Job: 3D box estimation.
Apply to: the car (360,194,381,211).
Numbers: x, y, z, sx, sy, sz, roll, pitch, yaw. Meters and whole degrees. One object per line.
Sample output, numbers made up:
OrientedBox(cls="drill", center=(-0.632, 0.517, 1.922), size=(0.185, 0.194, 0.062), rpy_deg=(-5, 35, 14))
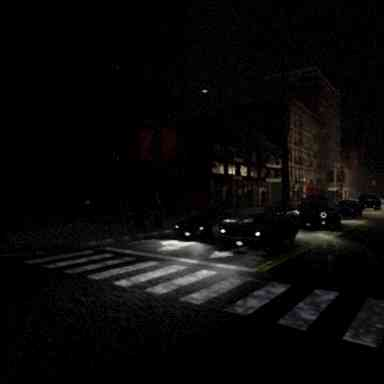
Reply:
OrientedBox(cls="car", center=(21.864, 1.265, 41.116), size=(2.150, 2.045, 5.566), rpy_deg=(0, 0, 35))

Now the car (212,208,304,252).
OrientedBox(cls="car", center=(3.003, 1.598, 14.191), size=(1.895, 1.301, 4.718), rpy_deg=(0, 0, 35))

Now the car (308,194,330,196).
OrientedBox(cls="car", center=(12.679, 1.235, 33.730), size=(2.150, 2.045, 5.566), rpy_deg=(0, 0, 36))

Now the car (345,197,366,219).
OrientedBox(cls="car", center=(13.966, 1.496, 29.900), size=(1.882, 1.535, 5.008), rpy_deg=(0, 0, 35))

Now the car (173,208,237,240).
OrientedBox(cls="car", center=(1.296, 1.538, 17.424), size=(2.033, 1.411, 5.357), rpy_deg=(0, 0, 35))

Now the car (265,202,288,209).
OrientedBox(cls="car", center=(6.852, 1.491, 25.391), size=(2.128, 1.511, 4.902), rpy_deg=(0, 0, 35))

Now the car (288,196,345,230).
OrientedBox(cls="car", center=(8.180, 1.358, 21.615), size=(2.097, 1.767, 4.553), rpy_deg=(0, 0, 35))
